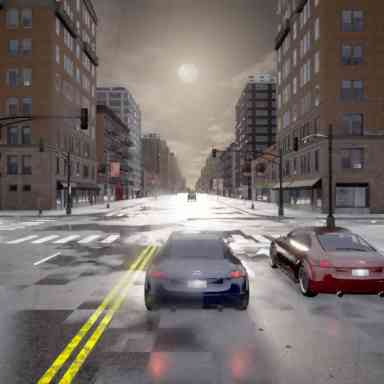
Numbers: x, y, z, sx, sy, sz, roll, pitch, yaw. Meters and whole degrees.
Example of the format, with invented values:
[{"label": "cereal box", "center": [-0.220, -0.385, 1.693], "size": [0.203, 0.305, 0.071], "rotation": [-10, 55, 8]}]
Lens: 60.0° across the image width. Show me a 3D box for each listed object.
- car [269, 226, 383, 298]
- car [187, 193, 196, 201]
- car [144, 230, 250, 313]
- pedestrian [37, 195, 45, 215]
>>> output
[{"label": "car", "center": [3.335, 1.563, 8.581], "size": [1.994, 1.385, 4.181], "rotation": [0, 0, 0]}, {"label": "car", "center": [-0.025, 1.201, 80.278], "size": [2.150, 2.045, 5.566], "rotation": [0, 0, 0]}, {"label": "car", "center": [0.085, 1.563, 7.762], "size": [1.994, 1.385, 4.181], "rotation": [0, 0, 0]}, {"label": "pedestrian", "center": [-14.152, 1.166, 31.080], "size": [0.375, 1.860, 0.375], "rotation": [0, 0, 0]}]
